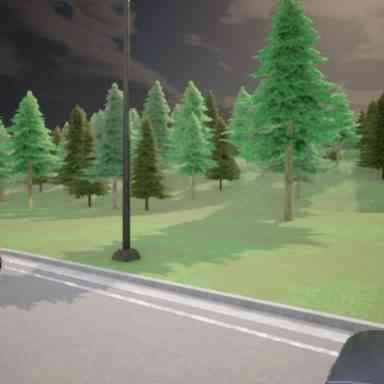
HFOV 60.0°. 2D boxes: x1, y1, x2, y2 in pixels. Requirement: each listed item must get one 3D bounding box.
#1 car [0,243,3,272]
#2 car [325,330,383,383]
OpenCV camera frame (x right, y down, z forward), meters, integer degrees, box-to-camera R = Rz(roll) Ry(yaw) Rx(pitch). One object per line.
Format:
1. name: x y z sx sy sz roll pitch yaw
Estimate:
1. car: -7.122 1.326 8.953 4.553 1.767 2.097 0 0 35
2. car: 3.447 1.551 1.575 5.357 1.411 2.033 0 0 35
